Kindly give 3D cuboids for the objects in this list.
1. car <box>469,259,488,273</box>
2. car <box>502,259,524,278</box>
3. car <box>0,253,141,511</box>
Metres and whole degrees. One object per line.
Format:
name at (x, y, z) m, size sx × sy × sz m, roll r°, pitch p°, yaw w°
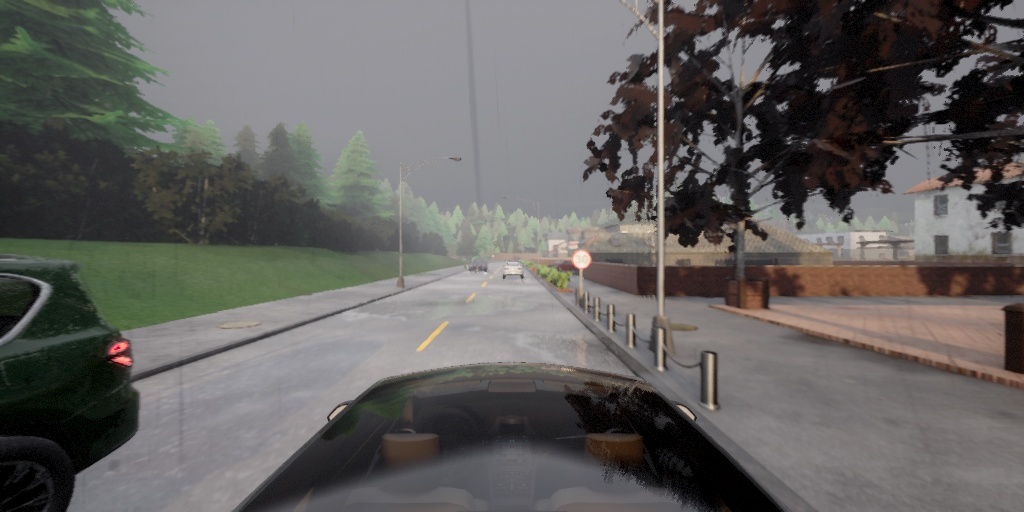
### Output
car at (-4.080, 1.096, 44.161) m, size 2.097 × 1.767 × 4.553 m, roll 0°, pitch 0°, yaw 0°
car at (0.102, 1.271, 33.588) m, size 1.812 × 1.442 × 4.674 m, roll 0°, pitch 0°, yaw 0°
car at (-4.099, 0.973, 0.542) m, size 2.150 × 2.045 × 5.566 m, roll 0°, pitch 0°, yaw 0°
